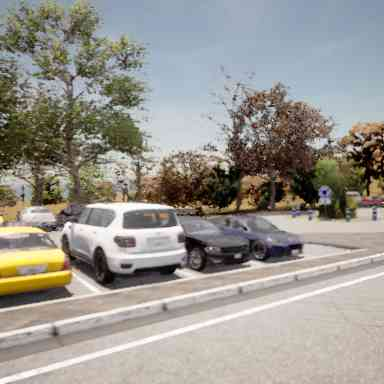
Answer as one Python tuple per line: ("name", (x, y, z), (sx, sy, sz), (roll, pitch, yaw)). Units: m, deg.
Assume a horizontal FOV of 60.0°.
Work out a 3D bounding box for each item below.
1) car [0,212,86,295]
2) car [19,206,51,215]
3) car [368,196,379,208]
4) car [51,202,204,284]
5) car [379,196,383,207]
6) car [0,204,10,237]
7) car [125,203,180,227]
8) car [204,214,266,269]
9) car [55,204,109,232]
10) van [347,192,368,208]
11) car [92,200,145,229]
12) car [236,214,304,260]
("car", (-4.711, 1.559, 8.859), (1.946, 1.575, 5.366), (1, 0, -35))
("car", (-9.858, 1.631, 21.003), (2.002, 1.452, 4.674), (1, 0, -35))
("car", (21.015, 1.282, 43.087), (2.002, 1.452, 4.674), (0, 0, -35))
("car", (-2.349, 1.345, 10.332), (2.435, 2.045, 5.566), (1, 0, -35))
("car", (23.293, 1.295, 44.689), (2.002, 1.452, 4.674), (0, 0, -35))
("car", (-12.017, 1.555, 19.258), (1.946, 1.575, 5.366), (1, 0, -35))
("car", (-3.165, 1.689, 25.718), (2.097, 1.535, 5.008), (1, 0, -35))
("car", (-0.069, 1.629, 11.910), (2.097, 1.535, 5.008), (1, 0, -35))
("car", (-7.579, 1.654, 22.577), (2.163, 1.488, 4.792), (1, 0, -35))
("van", (18.904, 1.006, 41.444), (1.878, 1.987, 4.442), (0, 1, -35))
("car", (-5.450, 1.531, 24.152), (2.185, 1.767, 4.553), (1, 0, -35))
("car", (2.220, 1.692, 13.481), (2.163, 1.488, 4.792), (1, 0, -35))
